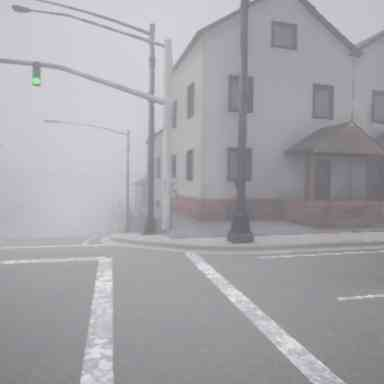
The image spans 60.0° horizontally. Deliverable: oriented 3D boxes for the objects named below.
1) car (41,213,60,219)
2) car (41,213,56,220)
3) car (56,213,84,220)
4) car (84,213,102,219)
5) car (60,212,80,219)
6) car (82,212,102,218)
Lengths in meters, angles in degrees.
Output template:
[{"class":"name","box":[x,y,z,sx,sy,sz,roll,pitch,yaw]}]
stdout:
[{"class":"car","box":[-35.367,5.978,83.084,4.536,1.218,1.853,2,2,29]},{"class":"car","box":[-35.324,6.137,83.064,4.974,1.542,2.038,2,2,29]},{"class":"car","box":[-30.861,6.159,84.212,2.038,1.542,4.974,2,3,39]},{"class":"car","box":[-25.855,6.155,86.302,4.974,1.542,2.038,1,2,14]},{"class":"car","box":[-30.826,6.000,84.247,1.853,1.218,4.536,2,3,39]},{"class":"car","box":[-25.904,5.997,86.309,4.536,1.218,1.853,1,2,14]}]
